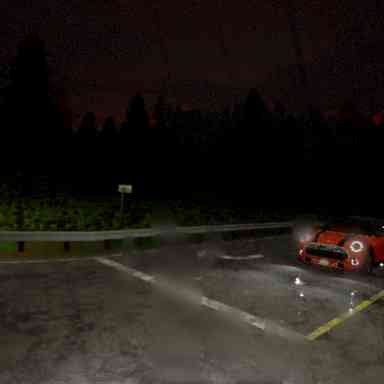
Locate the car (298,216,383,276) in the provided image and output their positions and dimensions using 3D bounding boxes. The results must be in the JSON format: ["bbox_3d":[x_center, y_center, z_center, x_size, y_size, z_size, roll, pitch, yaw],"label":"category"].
[{"bbox_3d":[5.607,1.645,11.687,2.097,1.767,4.553,3,0,45],"label":"car"}]
